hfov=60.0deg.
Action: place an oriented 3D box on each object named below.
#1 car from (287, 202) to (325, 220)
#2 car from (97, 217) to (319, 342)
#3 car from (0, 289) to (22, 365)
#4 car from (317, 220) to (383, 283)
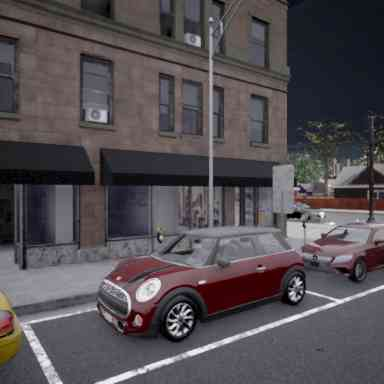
[{"bbox_3d":[8.370,1.581,27.040,2.128,1.511,4.902,0,0,-37],"label":"car"},{"bbox_3d":[0.302,1.438,6.401,4.097,1.590,1.967,0,0,-35],"label":"car"},{"bbox_3d":[-4.332,1.526,3.101,4.829,1.417,1.752,0,0,-35],"label":"car"},{"bbox_3d":[4.797,1.578,9.603,4.206,1.307,1.802,0,0,-35],"label":"car"}]
